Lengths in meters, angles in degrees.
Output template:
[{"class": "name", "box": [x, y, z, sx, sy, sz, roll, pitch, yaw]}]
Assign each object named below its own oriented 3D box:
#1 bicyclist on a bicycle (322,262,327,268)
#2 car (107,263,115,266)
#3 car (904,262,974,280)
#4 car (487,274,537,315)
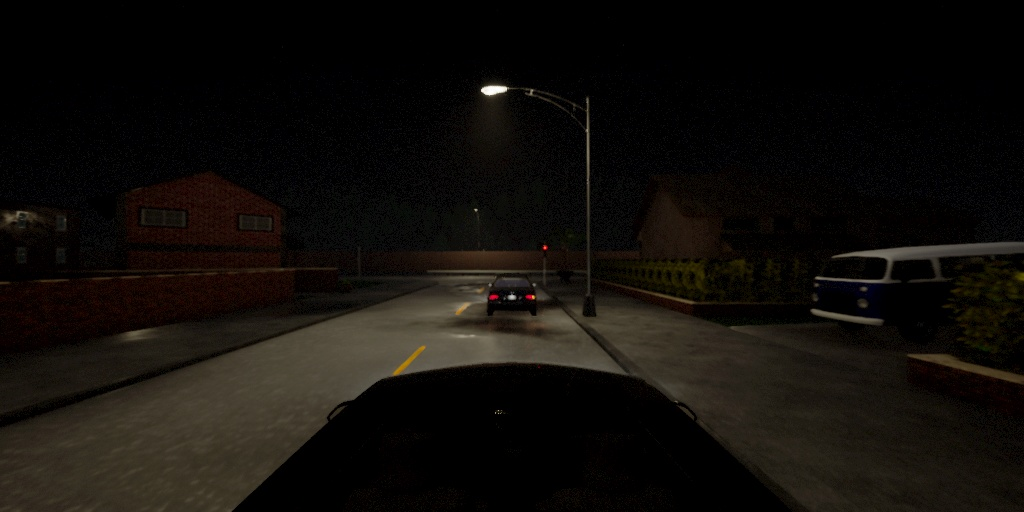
[{"class": "bicyclist on a bicycle", "box": [-23.995, 1.592, 45.841, 0.582, 1.620, 1.656, 0, 0, 0]}, {"class": "car", "box": [-44.224, 1.421, 41.548, 5.566, 2.045, 2.150, 0, -1, 0]}, {"class": "car", "box": [49.505, 1.738, 41.552, 5.357, 1.411, 2.033, 0, -1, 0]}, {"class": "car", "box": [0.006, 1.438, 14.334, 2.033, 1.411, 5.357, 0, -1, 0]}]
